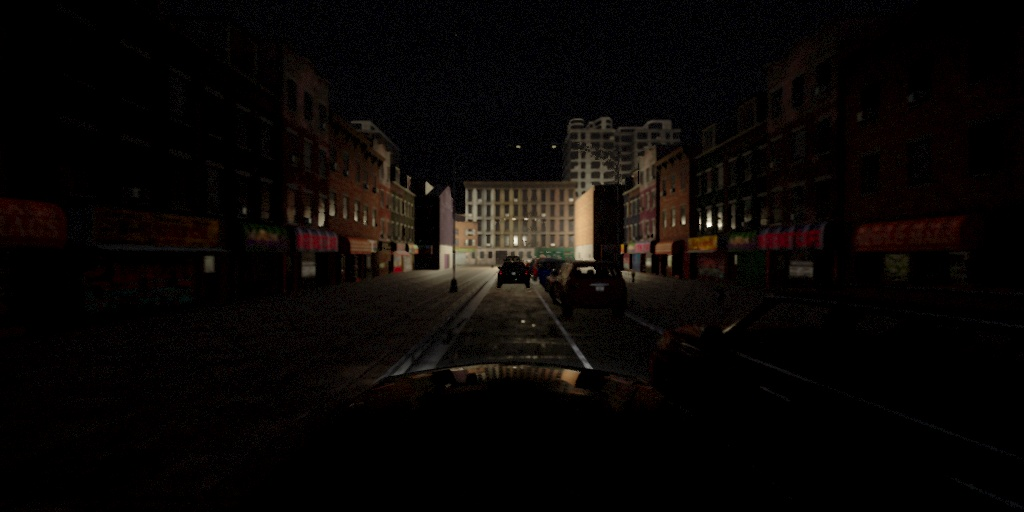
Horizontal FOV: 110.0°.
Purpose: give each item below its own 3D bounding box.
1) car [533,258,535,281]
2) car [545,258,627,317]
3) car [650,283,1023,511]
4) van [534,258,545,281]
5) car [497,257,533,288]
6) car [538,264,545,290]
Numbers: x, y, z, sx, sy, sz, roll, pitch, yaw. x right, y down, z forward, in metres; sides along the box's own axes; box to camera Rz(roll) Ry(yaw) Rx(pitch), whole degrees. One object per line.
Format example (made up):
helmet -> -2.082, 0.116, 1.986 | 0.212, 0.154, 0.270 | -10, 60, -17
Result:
car -> 2.643, 1.076, 29.566 | 2.192, 1.841, 5.009 | 0, 0, 0
car -> 2.640, 1.069, 13.140 | 2.192, 1.841, 5.009 | 0, 0, 0
car -> 2.637, 1.065, 2.185 | 2.192, 1.841, 5.009 | 0, 0, 0
van -> 2.642, 1.100, 24.090 | 1.690, 1.789, 3.998 | 0, 0, 0
car -> 0.104, 1.111, 24.122 | 2.097, 1.767, 4.553 | 0, 0, 0
car -> 2.641, 1.307, 18.615 | 2.007, 1.370, 4.403 | 0, 0, 0
